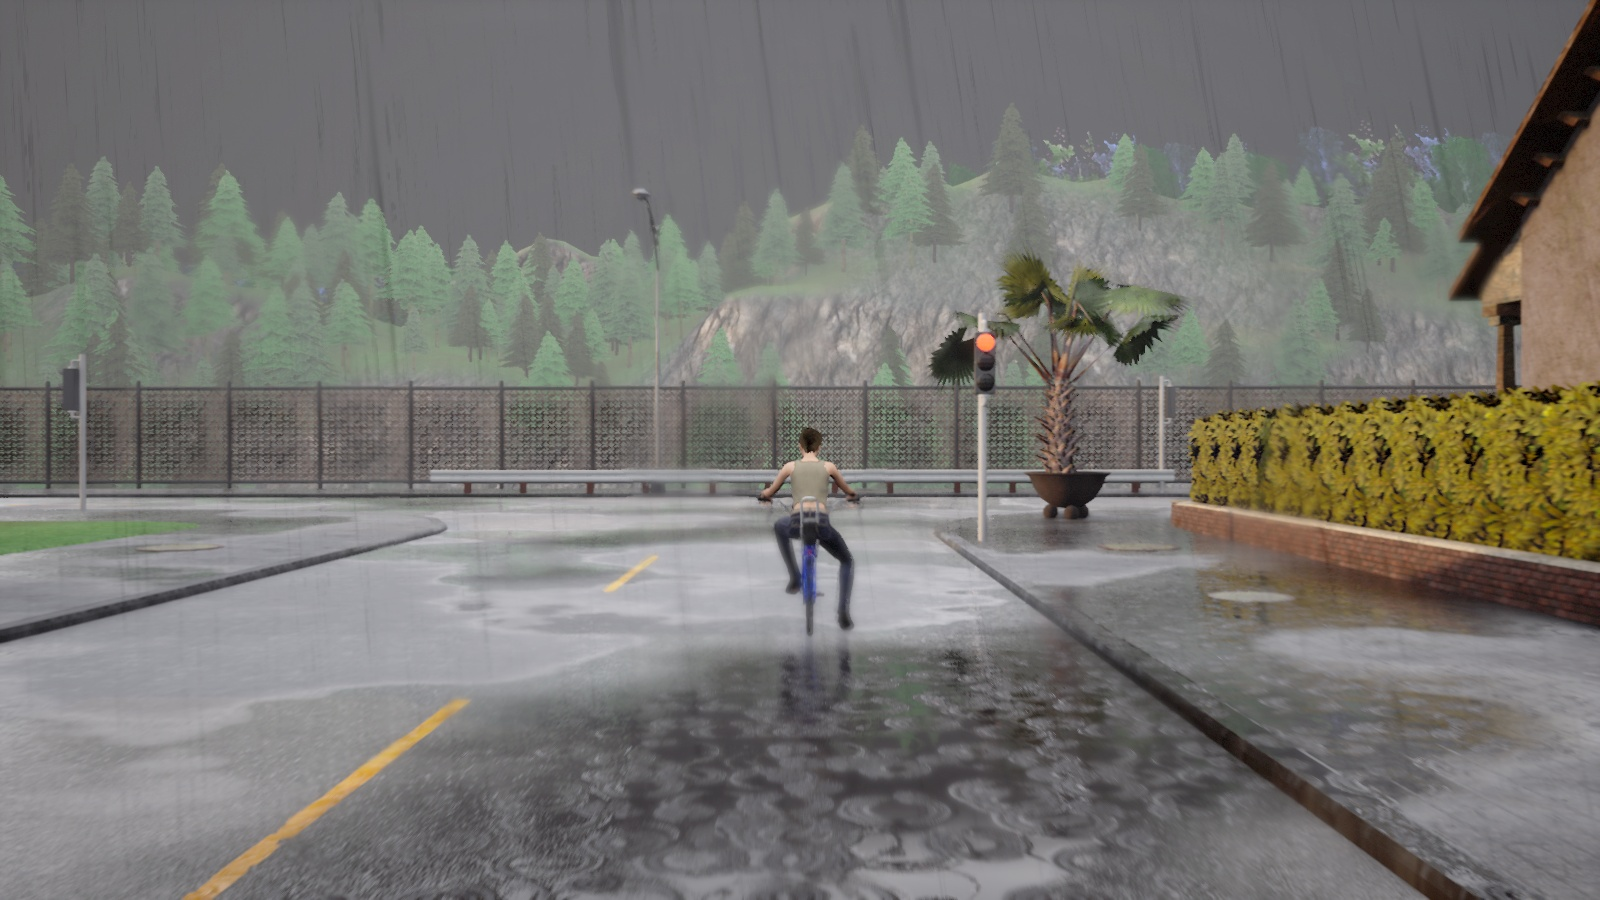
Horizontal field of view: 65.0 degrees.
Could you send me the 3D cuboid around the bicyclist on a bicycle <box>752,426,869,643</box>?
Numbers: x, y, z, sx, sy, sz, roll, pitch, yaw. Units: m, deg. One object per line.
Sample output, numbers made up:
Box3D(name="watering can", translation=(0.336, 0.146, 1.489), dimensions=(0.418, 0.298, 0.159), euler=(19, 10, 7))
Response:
Box3D(name="bicyclist on a bicycle", translation=(0.076, 0.626, 10.084), dimensions=(0.866, 1.612, 1.509), euler=(0, 0, 0))
